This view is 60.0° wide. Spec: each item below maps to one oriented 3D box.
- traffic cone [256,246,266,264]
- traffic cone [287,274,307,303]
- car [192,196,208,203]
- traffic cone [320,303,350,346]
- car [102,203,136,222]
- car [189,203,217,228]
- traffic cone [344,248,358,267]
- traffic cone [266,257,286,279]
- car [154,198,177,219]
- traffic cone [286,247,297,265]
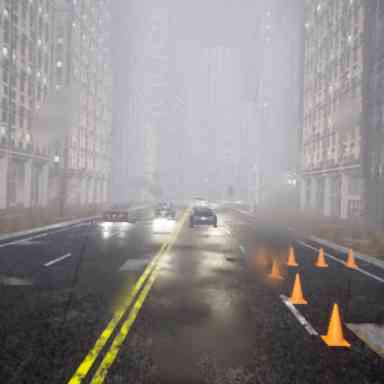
[{"bbox_3d":[2.364,2.117,11.264,0.340,0.580,0.340,2,0,1],"label":"traffic cone"},{"bbox_3d":[2.299,2.082,7.265,0.340,0.580,0.340,2,0,1],"label":"traffic cone"},{"bbox_3d":[1.242,1.681,50.094,2.150,2.045,5.566,2,0,1],"label":"car"},{"bbox_3d":[2.267,2.064,5.265,0.340,0.580,0.340,2,0,1],"label":"traffic cone"},{"bbox_3d":[-5.831,1.634,27.028,1.994,1.385,4.181,2,0,1],"label":"car"},{"bbox_3d":[0.824,1.798,24.784,1.994,1.385,4.181,2,0,1],"label":"car"},{"bbox_3d":[5.362,2.199,11.215,0.340,0.580,0.340,2,0,1],"label":"traffic cone"},{"bbox_3d":[2.332,2.099,9.265,0.340,0.580,0.340,2,0,1],"label":"traffic cone"},{"bbox_3d":[-2.492,1.696,32.124,2.128,1.511,4.902,2,0,1],"label":"car"},{"bbox_3d":[3.363,2.145,11.247,0.340,0.580,0.340,2,0,1],"label":"traffic cone"}]
